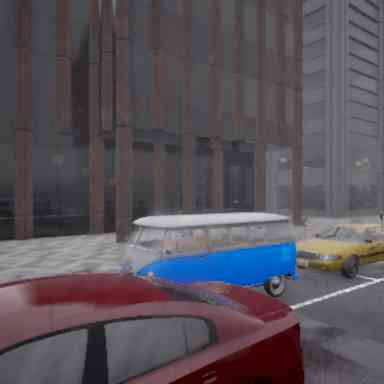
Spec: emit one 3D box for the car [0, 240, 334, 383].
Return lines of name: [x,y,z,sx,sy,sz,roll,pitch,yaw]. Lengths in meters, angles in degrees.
car: [-1.249,1.479,2.488,5.008,1.535,1.882,0,0,-36]

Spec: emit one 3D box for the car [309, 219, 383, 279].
car: [4.903,1.552,10.166,4.829,1.417,1.752,0,0,-36]

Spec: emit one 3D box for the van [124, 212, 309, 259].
van: [0.457,1.353,6.986,3.998,1.788,1.690,0,0,-36]
